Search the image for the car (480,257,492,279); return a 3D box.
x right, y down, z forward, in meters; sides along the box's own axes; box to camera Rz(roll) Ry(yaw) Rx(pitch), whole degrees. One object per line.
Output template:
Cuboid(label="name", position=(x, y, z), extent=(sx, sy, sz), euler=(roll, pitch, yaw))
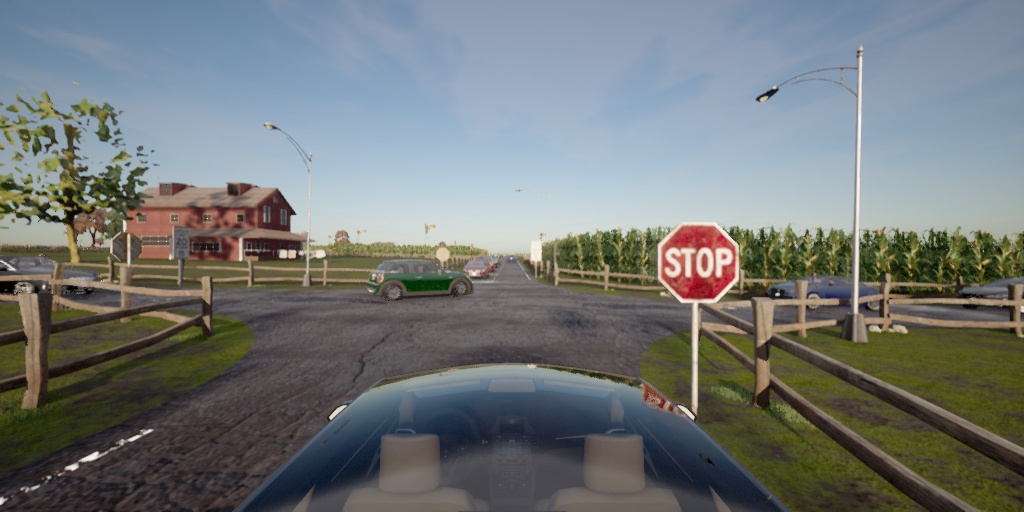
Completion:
Cuboid(label="car", position=(-2.838, 1.037, 28.660), extent=(1.812, 1.442, 4.674), euler=(0, 0, -1))

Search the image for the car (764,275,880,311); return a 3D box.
Cuboid(label="car", position=(13.592, 1.548, 15.731), extent=(4.181, 1.385, 1.994), euler=(1, 0, -1))

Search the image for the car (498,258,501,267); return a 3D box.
Cuboid(label="car", position=(-2.864, 0.707, 47.386), extent=(2.097, 1.767, 4.553), euler=(0, 0, 0))

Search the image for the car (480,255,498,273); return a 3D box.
Cuboid(label="car", position=(-2.871, 0.787, 37.696), extent=(2.097, 1.767, 4.553), euler=(0, 0, 0))

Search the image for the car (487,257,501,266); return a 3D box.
Cuboid(label="car", position=(-2.805, 0.838, 57.241), extent=(1.994, 1.385, 4.181), euler=(0, 0, 0))

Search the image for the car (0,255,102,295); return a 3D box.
Cuboid(label="car", position=(-17.937, 0.728, 13.005), extent=(4.902, 1.511, 2.128), euler=(1, 0, 0))

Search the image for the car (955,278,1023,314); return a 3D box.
Cuboid(label="car", position=(22.516, 1.696, 15.662), extent=(4.892, 1.490, 1.837), euler=(1, 0, 1))

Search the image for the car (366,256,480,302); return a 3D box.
Cuboid(label="car", position=(-4.067, 0.951, 16.230), extent=(4.553, 1.767, 2.097), euler=(1, 1, -35))
